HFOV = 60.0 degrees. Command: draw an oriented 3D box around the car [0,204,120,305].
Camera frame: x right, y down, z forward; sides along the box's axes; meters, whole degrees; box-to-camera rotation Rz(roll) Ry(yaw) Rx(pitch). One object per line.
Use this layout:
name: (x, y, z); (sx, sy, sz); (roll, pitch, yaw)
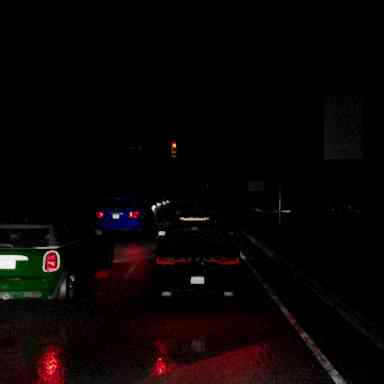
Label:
car: (-3.392, 1.351, 8.234); (2.097, 1.767, 4.553); (0, 0, 0)

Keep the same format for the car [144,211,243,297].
car: (0.109, 1.476, 8.608); (1.882, 1.535, 5.008); (0, 0, 0)

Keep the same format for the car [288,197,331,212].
car: (13.746, 1.557, 38.327); (4.181, 1.385, 1.994); (0, 0, 3)

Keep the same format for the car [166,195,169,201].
car: (-6.923, 1.464, 75.347); (1.882, 1.535, 5.008); (0, 0, 0)

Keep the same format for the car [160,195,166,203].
car: (-6.964, 1.535, 65.538); (2.033, 1.411, 5.357); (0, 0, 1)

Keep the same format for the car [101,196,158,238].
car: (-3.402, 1.218, 17.852); (2.150, 2.045, 5.566); (0, 0, 1)

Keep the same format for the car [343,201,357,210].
car: (20.570, 1.555, 41.446); (4.181, 1.385, 1.994); (0, 0, 3)

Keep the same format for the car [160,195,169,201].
car: (-6.913, 1.443, 85.372); (1.882, 1.535, 5.008); (0, 0, 0)

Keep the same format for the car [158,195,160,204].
car: (-7.029, 1.495, 55.758); (1.837, 1.490, 4.892); (0, 0, 0)

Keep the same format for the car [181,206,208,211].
car: (0.119, 1.488, 18.108); (2.128, 1.511, 4.902); (0, 0, 0)

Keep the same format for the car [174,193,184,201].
car: (-3.412, 1.203, 85.608); (2.150, 2.045, 5.566); (0, 0, 0)

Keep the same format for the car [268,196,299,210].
car: (11.989, 1.345, 41.936); (4.553, 1.767, 2.097); (0, 0, 3)

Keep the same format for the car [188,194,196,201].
car: (0.088, 1.333, 85.927); (2.097, 1.767, 4.553); (0, 0, 0)
